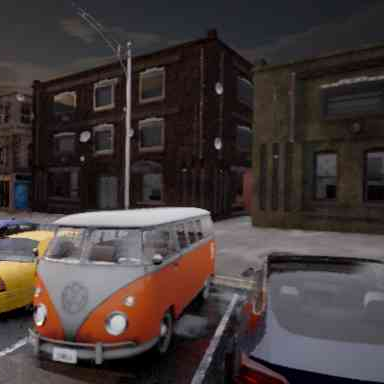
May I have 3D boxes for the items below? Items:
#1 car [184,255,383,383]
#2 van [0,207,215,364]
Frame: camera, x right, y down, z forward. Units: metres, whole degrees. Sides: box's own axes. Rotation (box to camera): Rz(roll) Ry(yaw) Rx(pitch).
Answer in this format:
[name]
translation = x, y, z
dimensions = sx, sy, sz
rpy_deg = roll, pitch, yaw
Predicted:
[car]
translation = 1.646, 1.521, 4.272
dimensions = 2.163, 1.488, 4.792
rpy_deg = 0, -1, 15
[van]
translation = -0.842, 1.289, 5.879
dimensions = 1.878, 1.987, 4.442
rpy_deg = 0, -1, 15
